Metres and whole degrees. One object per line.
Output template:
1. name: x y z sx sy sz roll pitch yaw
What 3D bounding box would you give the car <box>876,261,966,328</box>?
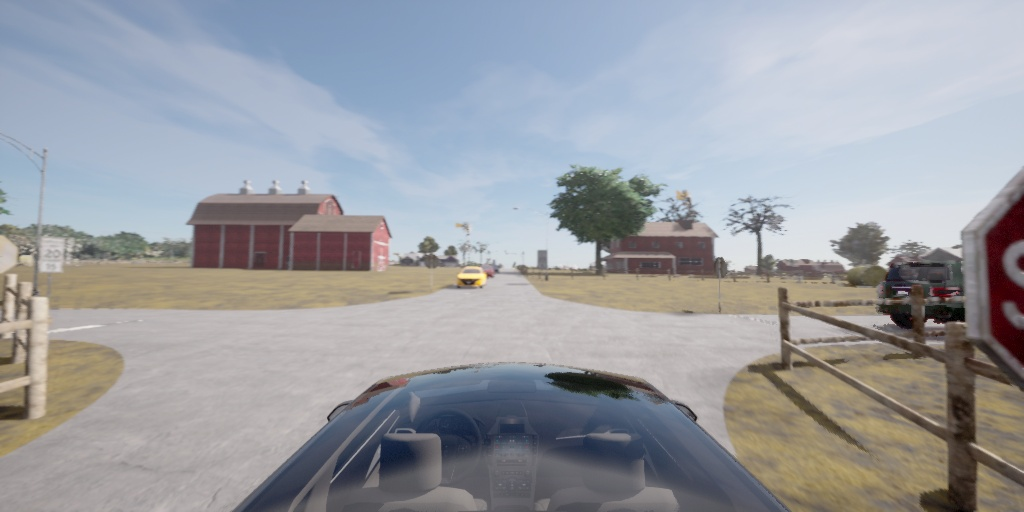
1. car: 13.884 1.176 10.277 5.566 2.045 2.150 1 -3 0

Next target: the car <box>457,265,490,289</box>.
1. car: -2.996 1.583 27.257 1.882 1.535 5.008 1 -1 0

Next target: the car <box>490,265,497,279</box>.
1. car: -3.090 1.825 41.880 1.882 1.535 5.008 1 -1 0

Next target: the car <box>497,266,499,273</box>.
1. car: -3.128 2.275 62.012 2.033 1.411 5.357 1 -1 0
